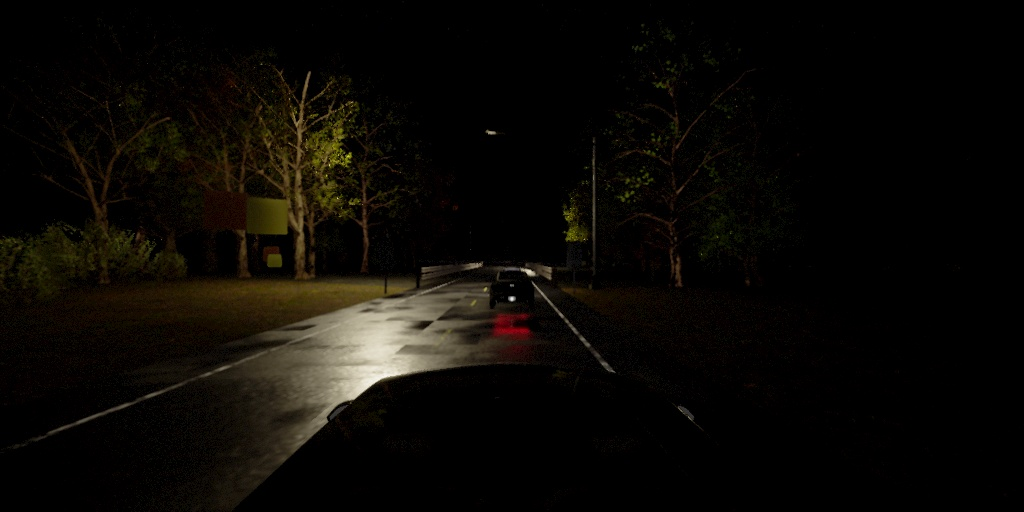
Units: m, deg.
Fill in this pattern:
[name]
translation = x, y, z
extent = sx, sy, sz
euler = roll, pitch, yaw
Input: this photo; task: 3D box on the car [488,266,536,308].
[car]
translation = 0.004, 1.393, 16.147
extent = 1.837, 1.490, 4.892
euler = 0, 0, 0
